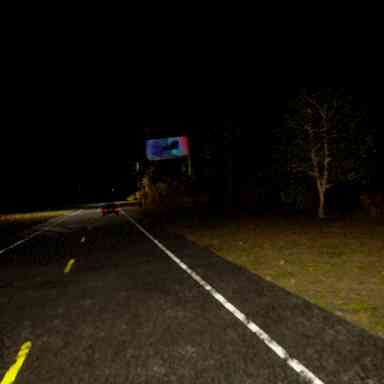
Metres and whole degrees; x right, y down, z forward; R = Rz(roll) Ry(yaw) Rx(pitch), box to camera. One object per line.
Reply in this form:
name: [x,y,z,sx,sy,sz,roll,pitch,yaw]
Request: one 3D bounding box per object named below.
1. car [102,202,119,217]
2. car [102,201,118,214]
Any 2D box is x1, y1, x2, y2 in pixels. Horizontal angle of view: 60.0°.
car: [-9.876,2.141,40.349,2.033,1.411,5.357,-4,0,-14]
car: [-12.177,2.225,49.200,2.128,1.511,4.902,-4,0,-14]
